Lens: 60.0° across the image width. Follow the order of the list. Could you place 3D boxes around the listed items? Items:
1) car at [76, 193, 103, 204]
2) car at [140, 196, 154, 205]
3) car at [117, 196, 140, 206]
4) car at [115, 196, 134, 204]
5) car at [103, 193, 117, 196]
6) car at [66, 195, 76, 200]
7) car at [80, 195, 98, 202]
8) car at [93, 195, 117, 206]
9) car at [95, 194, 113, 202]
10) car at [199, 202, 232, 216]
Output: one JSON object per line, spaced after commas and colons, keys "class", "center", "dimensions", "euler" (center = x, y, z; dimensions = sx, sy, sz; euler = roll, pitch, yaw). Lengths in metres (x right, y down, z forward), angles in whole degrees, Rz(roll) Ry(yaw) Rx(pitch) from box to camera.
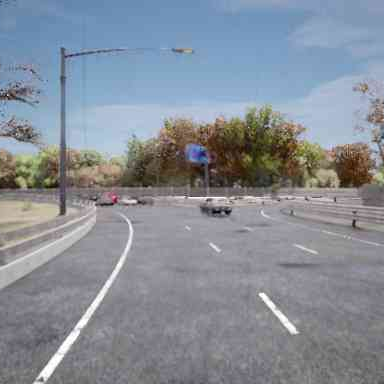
{"class": "car", "center": [-18.599, 1.191, 60.283], "dimensions": [2.150, 2.045, 5.566], "euler": [0, 0, -37]}
{"class": "car", "center": [-8.128, 1.481, 56.807], "dimensions": [2.128, 1.511, 4.902], "euler": [0, 0, -30]}
{"class": "car", "center": [-10.614, 1.585, 54.079], "dimensions": [1.895, 1.301, 4.718], "euler": [0, 0, -30]}
{"class": "car", "center": [-13.245, 1.505, 64.841], "dimensions": [1.812, 1.442, 4.674], "euler": [0, 0, -37]}
{"class": "car", "center": [-15.740, 1.196, 62.304], "dimensions": [2.150, 2.045, 5.566], "euler": [0, 0, -37]}
{"class": "car", "center": [-24.644, 1.326, 68.336], "dimensions": [1.994, 1.385, 4.181], "euler": [0, 0, -42]}
{"class": "car", "center": [-21.965, 1.374, 70.586], "dimensions": [1.895, 1.301, 4.718], "euler": [0, 0, -42]}
{"class": "car", "center": [-13.780, 1.542, 52.581], "dimensions": [1.994, 1.385, 4.181], "euler": [0, 0, -30]}
{"class": "car", "center": [-19.246, 1.284, 72.793], "dimensions": [1.837, 1.490, 4.892], "euler": [0, 0, -42]}
{"class": "car", "center": [2.200, 1.608, 32.630], "dimensions": [1.895, 1.301, 4.718], "euler": [0, 0, -17]}
